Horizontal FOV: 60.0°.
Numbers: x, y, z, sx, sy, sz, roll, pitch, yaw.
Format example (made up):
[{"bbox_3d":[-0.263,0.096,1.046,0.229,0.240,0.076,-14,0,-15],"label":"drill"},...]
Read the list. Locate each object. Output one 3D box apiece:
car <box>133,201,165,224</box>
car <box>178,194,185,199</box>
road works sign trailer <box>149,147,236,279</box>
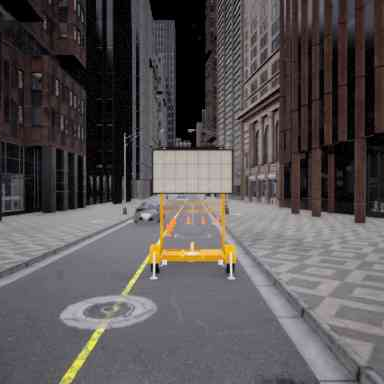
[{"bbox_3d":[-3.050,1.457,24.445,2.128,1.511,4.902,0,0,0],"label":"car"},{"bbox_3d":[-2.817,1.132,91.314,2.128,1.511,4.902,0,0,0],"label":"car"},{"bbox_3d":[0.019,0.457,9.962,2.380,3.560,2.880,0,0,0],"label":"road works sign trailer"}]
